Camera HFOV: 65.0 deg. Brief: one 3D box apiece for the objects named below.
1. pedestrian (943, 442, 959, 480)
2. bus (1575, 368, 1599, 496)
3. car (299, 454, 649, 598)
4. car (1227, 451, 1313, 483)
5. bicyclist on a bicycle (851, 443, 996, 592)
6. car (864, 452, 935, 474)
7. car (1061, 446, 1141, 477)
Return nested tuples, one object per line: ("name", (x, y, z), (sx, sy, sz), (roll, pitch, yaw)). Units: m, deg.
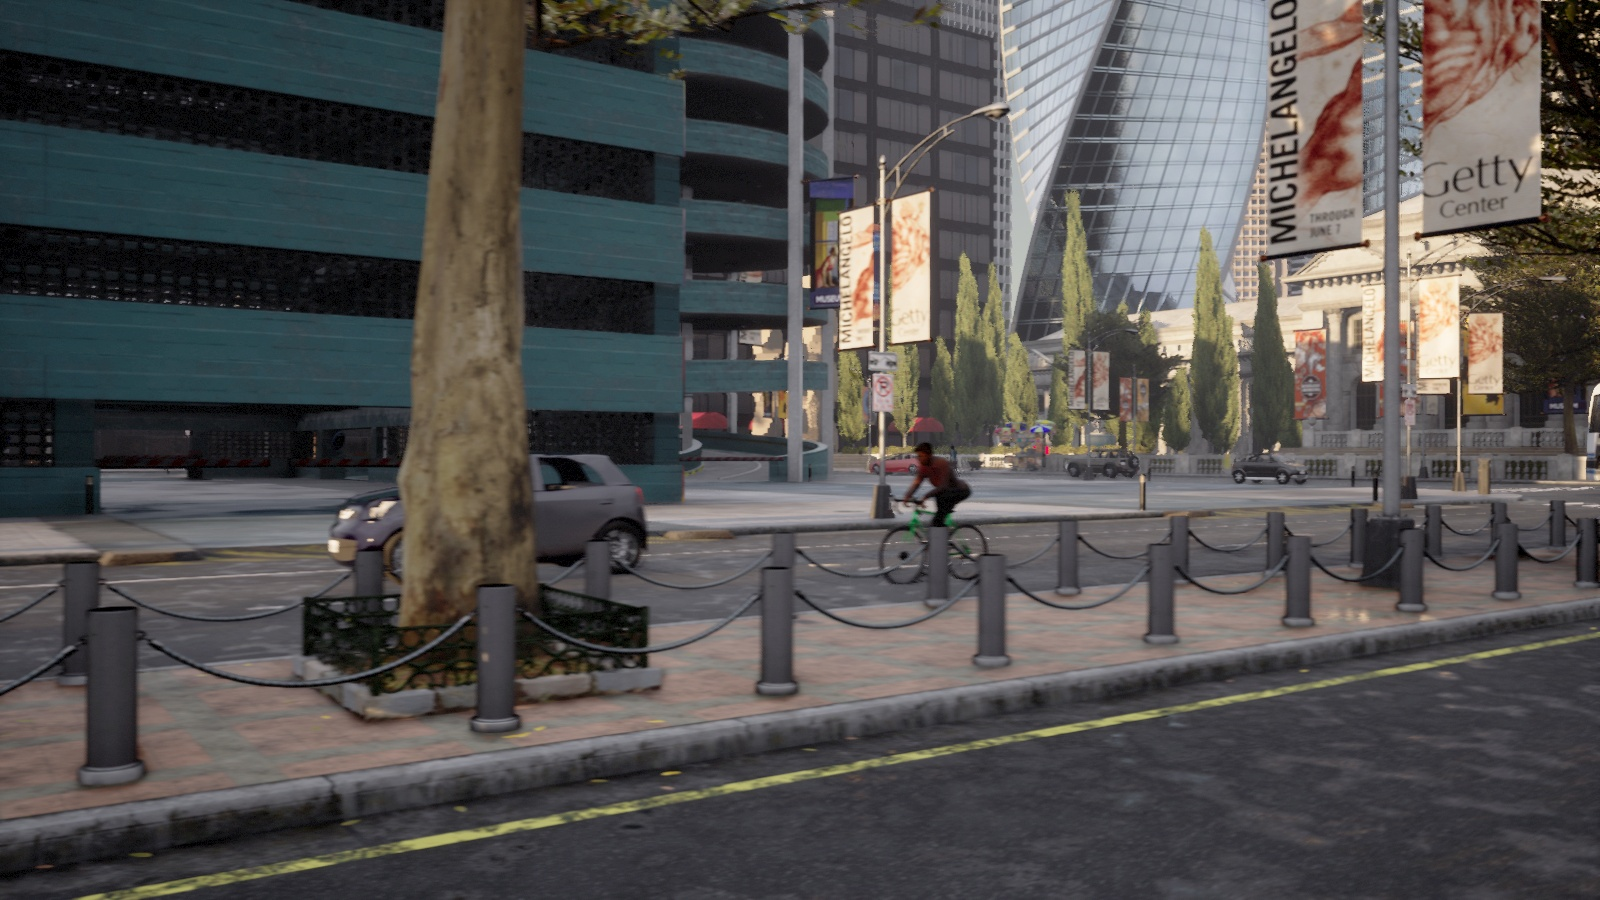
("pedestrian", (7.587, 0.543, 63.048), (0.396, 1.930, 0.692), (0, 0, -37))
("bus", (28.521, -0.588, 41.218), (3.944, 4.253, 10.273), (1, 0, 24))
("car", (-3.850, 0.804, 14.993), (3.633, 1.501, 1.845), (0, 0, -35))
("car", (23.768, 0.833, 63.639), (1.789, 1.549, 3.705), (0, 0, -35))
("bicyclist on a bicycle", (1.432, 0.731, 14.409), (1.656, 1.620, 0.582), (0, 0, -35))
("car", (6.932, 0.896, 87.576), (4.514, 1.525, 2.007), (0, 0, 33))
("car", (18.455, 0.716, 77.249), (1.932, 1.855, 4.605), (0, 0, -37))
